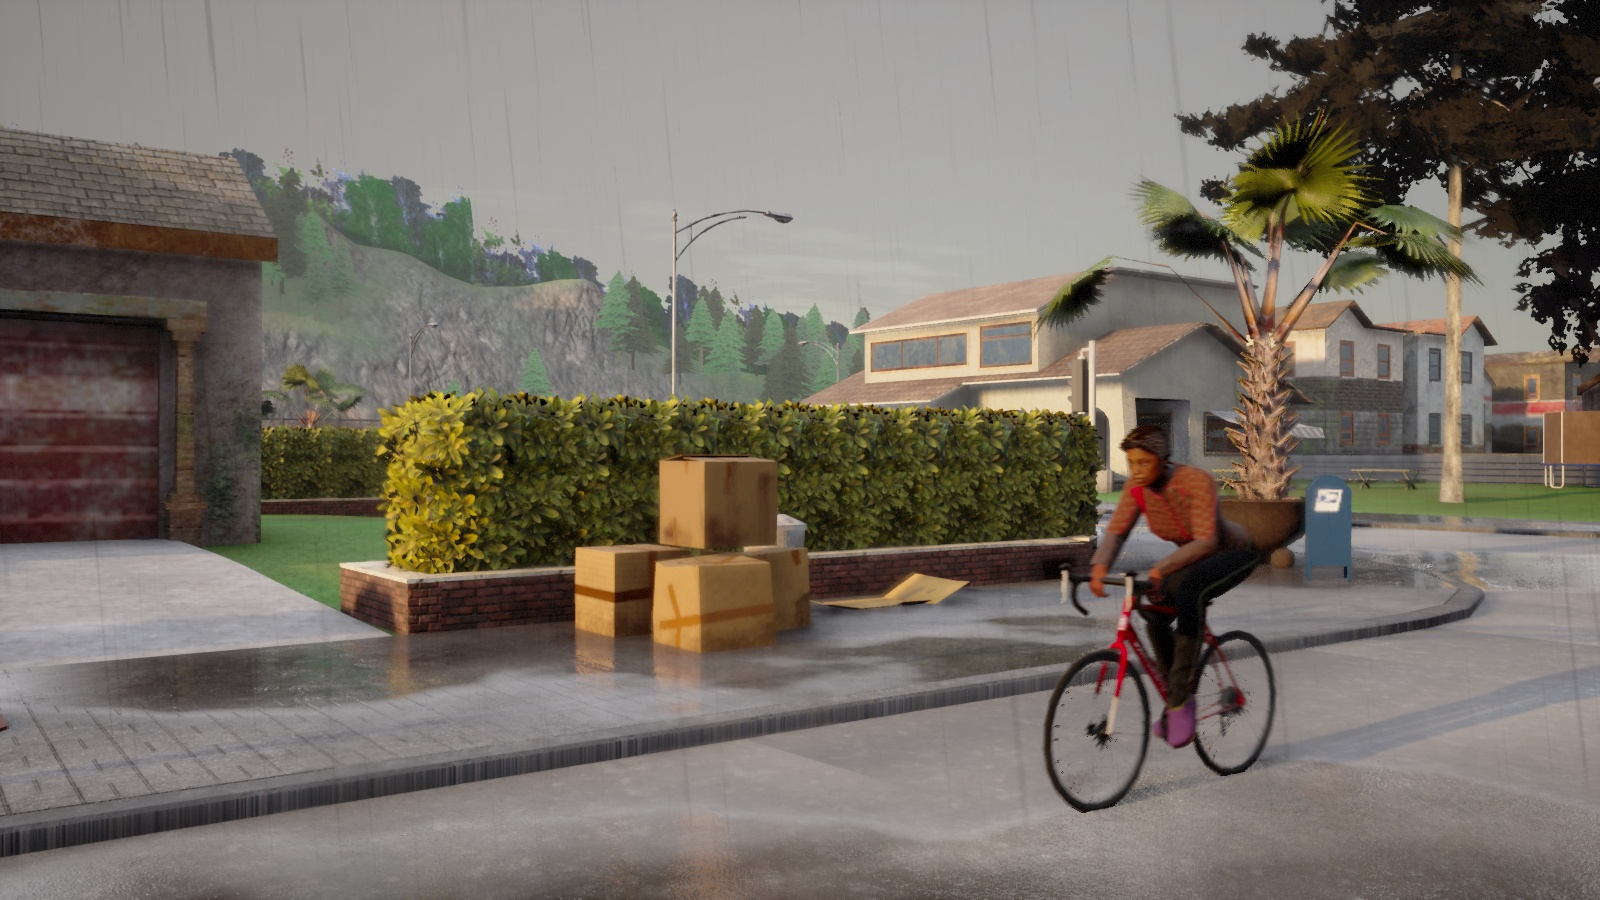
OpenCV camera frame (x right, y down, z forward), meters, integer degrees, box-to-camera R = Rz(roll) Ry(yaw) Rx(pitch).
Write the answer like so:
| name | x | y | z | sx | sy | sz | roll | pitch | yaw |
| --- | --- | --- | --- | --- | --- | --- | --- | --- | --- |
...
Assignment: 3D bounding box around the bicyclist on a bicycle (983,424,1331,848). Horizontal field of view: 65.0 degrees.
| name | x | y | z | sx | sy | sz | roll | pitch | yaw |
| --- | --- | --- | --- | --- | --- | --- | --- | --- | --- |
| bicyclist on a bicycle | 1.608 | 0.708 | 5.527 | 1.656 | 1.620 | 0.582 | 0 | 0 | -37 |
